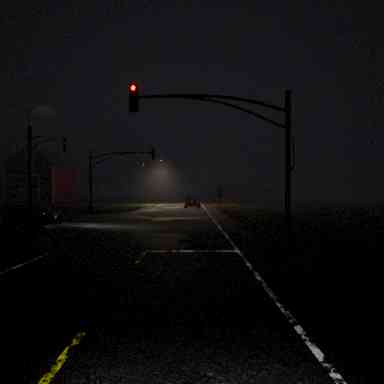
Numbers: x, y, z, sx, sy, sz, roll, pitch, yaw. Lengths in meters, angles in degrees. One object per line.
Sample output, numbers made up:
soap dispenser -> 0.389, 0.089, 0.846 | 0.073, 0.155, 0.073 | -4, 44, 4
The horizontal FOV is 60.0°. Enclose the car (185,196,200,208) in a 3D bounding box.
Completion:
car -> 0.053, 1.314, 47.578 | 2.097, 1.767, 4.553 | 0, 0, 1

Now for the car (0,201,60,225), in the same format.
car -> -11.588, 1.409, 23.244 | 4.902, 1.511, 2.128 | 0, 0, 16
